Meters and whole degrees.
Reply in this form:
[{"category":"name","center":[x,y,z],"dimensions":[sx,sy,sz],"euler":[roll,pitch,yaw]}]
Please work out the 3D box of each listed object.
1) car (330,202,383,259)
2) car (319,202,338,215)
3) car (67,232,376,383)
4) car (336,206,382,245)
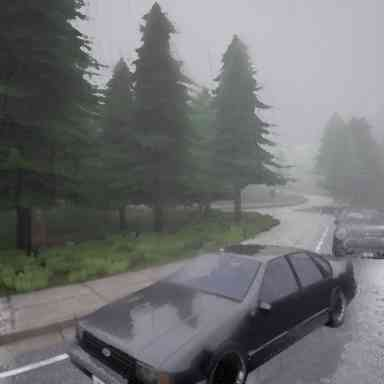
[{"category":"car","center":[6.670,1.449,12.783],"dimensions":[2.097,1.767,4.553],"euler":[-1,-1,26]},{"category":"car","center":[15.366,1.762,35.353],"dimensions":[1.882,1.535,5.008],"euler":[0,-1,-8]},{"category":"car","center":[0.923,1.605,5.325],"dimensions":[2.033,1.411,5.357],"euler":[-1,-1,45]},{"category":"car","center":[8.653,1.611,17.379],"dimensions":[1.882,1.535,5.008],"euler":[-1,-1,26]}]
